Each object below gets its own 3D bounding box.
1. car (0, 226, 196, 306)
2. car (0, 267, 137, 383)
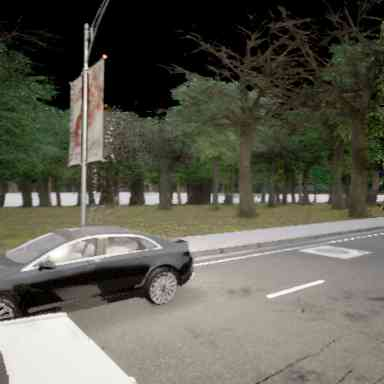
[{"bbox_3d":[-2.199,1.442,6.259,4.902,1.511,2.128,0,0,-37],"label":"car"},{"bbox_3d":[-2.765,1.576,1.737,4.718,1.301,1.895,0,0,-37],"label":"car"}]
